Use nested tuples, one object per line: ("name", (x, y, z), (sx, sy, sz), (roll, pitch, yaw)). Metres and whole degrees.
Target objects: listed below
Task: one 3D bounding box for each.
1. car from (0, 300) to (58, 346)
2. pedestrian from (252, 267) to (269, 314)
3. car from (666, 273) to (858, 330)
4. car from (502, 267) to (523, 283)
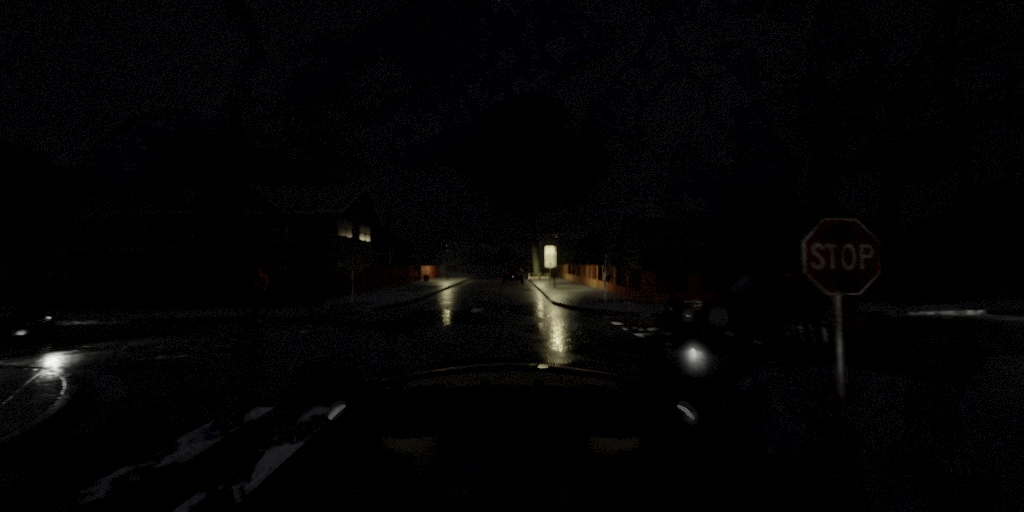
("car", (-13.305, 1.468, 8.042), (4.674, 1.442, 1.812), (-1, -3, 0))
("pedestrian", (-9.673, 1.310, 13.869), (0.375, 1.860, 0.375), (0, -2, 1))
("car", (7.271, 1.290, 10.754), (5.008, 1.535, 1.882), (-1, -3, 1))
("car", (0.087, 1.775, 34.737), (1.882, 1.535, 5.008), (0, -1, 0))
